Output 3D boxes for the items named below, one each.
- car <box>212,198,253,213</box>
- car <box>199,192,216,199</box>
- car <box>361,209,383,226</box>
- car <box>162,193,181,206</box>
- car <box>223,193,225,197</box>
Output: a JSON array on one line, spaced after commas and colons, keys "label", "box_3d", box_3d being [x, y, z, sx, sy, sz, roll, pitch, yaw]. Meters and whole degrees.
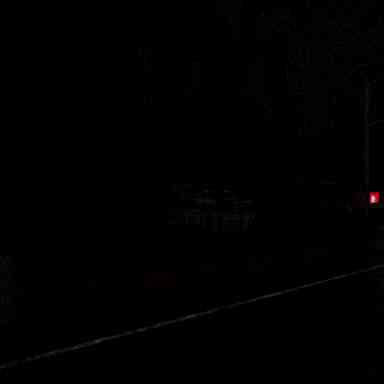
[{"label": "car", "box_3d": [4.140, 1.580, 33.499, 1.994, 1.385, 4.181, 0, 0, -37]}, {"label": "car", "box_3d": [4.957, 1.113, 92.288, 1.932, 1.855, 4.605, 0, 0, -37]}, {"label": "car", "box_3d": [13.712, 1.615, 21.410, 1.895, 1.301, 4.718, 0, 0, -43]}, {"label": "car", "box_3d": [-3.647, 1.367, 50.080, 2.097, 1.767, 4.553, 0, 0, -35]}, {"label": "car", "box_3d": [7.046, 1.092, 94.350, 1.905, 1.878, 3.866, 0, 0, -37]}]
